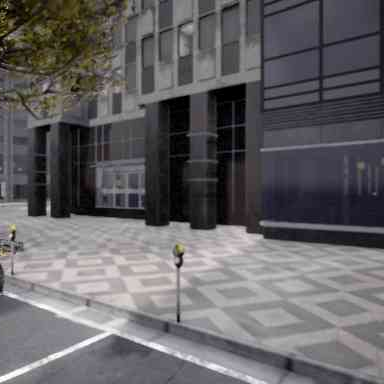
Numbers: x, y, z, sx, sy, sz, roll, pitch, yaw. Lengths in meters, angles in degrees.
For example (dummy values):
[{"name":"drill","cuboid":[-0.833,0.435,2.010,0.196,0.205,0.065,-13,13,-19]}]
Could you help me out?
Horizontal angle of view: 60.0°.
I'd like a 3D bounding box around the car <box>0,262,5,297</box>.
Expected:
[{"name":"car","cuboid":[-5.583,1.573,6.945,4.403,1.369,2.008,0,0,36]}]
